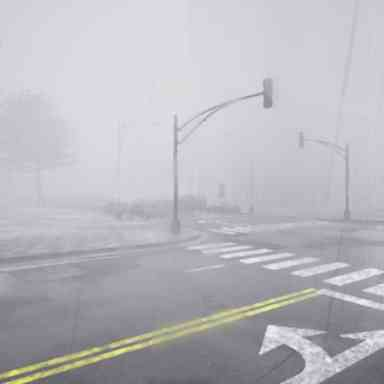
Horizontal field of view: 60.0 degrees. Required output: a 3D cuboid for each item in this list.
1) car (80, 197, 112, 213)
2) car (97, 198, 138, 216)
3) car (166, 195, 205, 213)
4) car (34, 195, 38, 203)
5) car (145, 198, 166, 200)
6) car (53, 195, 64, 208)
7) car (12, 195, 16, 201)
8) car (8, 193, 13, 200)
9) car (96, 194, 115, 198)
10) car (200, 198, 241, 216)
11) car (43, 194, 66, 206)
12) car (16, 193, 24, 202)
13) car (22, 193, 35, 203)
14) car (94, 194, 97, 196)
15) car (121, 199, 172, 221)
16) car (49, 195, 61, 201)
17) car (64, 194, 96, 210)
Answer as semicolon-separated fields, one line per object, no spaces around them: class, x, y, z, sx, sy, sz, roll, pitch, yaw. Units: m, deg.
car;-10.552;1.532;36.559;1.802;1.307;4.206;0;0;-37
car;-7.196;1.533;32.028;1.947;1.339;4.313;0;0;-37
car;-0.343;1.265;37.099;2.192;1.841;5.009;0;0;-37
car;-23.979;1.460;54.686;1.947;1.339;4.313;0;0;-37
car;-3.699;1.499;41.630;1.947;1.339;4.313;0;0;-37
car;-17.265;1.500;45.623;1.802;1.307;4.206;0;0;-37
car;-37.404;1.419;72.815;1.947;1.339;4.313;0;0;-37
car;-40.760;1.427;77.345;1.802;1.307;4.206;0;0;-37
car;-13.767;1.433;55.223;1.887;1.381;4.507;0;0;-37
car;3.013;1.553;32.568;1.802;1.307;4.206;0;0;-37
car;-20.520;1.431;50.017;1.752;1.417;4.829;0;0;-37
car;-34.048;1.178;68.282;2.192;1.841;5.009;0;0;-37
car;-30.691;1.418;63.750;1.887;1.381;4.507;0;0;-37
car;-17.123;1.192;59.755;2.192;1.841;5.009;0;0;-37
car;-3.838;1.553;27.495;1.947;1.339;4.313;0;0;-37
car;-34.005;1.354;82.547;1.752;1.417;4.829;0;0;-37
car;-13.908;1.373;41.090;1.967;1.590;4.097;0;0;-37
